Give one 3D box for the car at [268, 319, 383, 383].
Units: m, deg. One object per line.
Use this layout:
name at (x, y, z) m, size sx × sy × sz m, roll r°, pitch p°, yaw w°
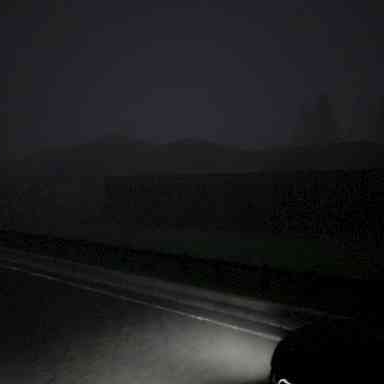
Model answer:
car at (2.784, 1.526, 2.007) m, size 4.674 × 1.442 × 1.812 m, roll 0°, pitch 0°, yaw 36°
